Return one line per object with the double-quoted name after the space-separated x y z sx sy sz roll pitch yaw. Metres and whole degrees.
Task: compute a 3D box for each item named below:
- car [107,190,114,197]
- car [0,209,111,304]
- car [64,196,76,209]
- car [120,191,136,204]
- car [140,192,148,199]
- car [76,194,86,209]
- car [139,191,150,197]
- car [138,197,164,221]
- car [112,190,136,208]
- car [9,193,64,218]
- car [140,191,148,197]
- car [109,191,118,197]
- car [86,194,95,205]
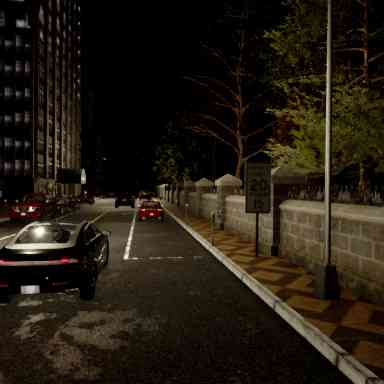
-20.032 0.331 83.075 2.192 1.841 5.009 0 1 -9 "car"
-3.104 1.410 8.025 2.128 1.511 4.902 0 1 -9 "car"
-11.627 1.198 28.449 2.008 1.369 4.403 0 1 -9 "car"
-9.349 0.819 48.602 2.097 1.767 4.553 0 1 -9 "car"
-10.590 0.728 73.519 1.752 1.417 4.829 0 1 -9 "car"
-12.467 1.137 33.912 2.008 1.369 4.403 0 1 -9 "car"
-8.881 0.646 62.423 2.192 1.841 5.009 0 1 -9 "car"
-2.998 1.311 24.186 1.887 1.381 4.507 0 1 -9 "car"
-7.801 0.931 38.909 2.097 1.767 4.553 0 1 -8 "car"
-10.784 1.022 22.984 2.192 1.841 5.009 0 1 -9 "car"
-12.245 0.515 84.275 1.967 1.590 4.097 0 1 -9 "car"
-20.875 0.516 88.540 1.947 1.339 4.313 0 1 -9 "car"
-14.123 0.989 44.669 1.752 1.417 4.829 0 1 -9 "car"
